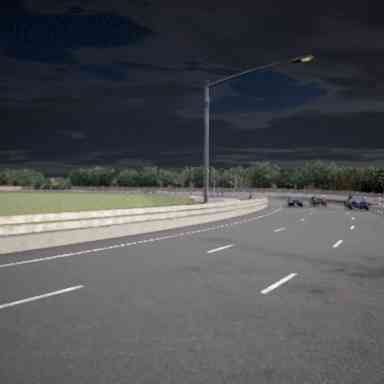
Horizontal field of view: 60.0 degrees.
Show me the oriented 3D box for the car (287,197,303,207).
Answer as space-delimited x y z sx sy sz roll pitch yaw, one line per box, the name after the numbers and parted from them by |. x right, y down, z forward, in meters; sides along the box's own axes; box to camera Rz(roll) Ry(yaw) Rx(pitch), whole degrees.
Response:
14.664 1.366 47.500 1.895 1.301 4.718 1 0 13 | car

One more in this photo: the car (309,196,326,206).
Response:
18.510 1.289 48.988 1.837 1.490 4.892 1 1 12 | car

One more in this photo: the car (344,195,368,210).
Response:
19.998 1.208 40.741 2.097 1.767 4.553 0 0 17 | car
